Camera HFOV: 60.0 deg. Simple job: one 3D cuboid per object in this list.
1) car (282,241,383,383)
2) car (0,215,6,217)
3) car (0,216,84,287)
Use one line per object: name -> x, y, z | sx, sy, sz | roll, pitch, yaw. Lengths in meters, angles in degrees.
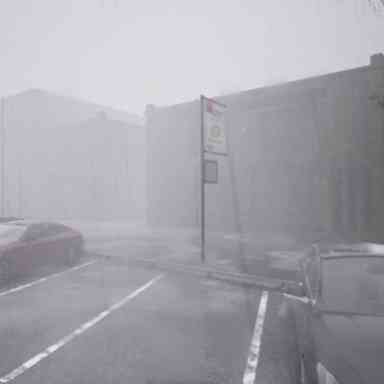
car -> 2.352, 1.489, 4.416 | 2.231, 1.521, 4.892 | 0, -1, 16
car -> -7.422, 1.574, 11.364 | 2.163, 1.488, 4.792 | 0, -1, 16
car -> -4.973, 1.570, 9.646 | 2.002, 1.452, 4.674 | 0, -1, 16
